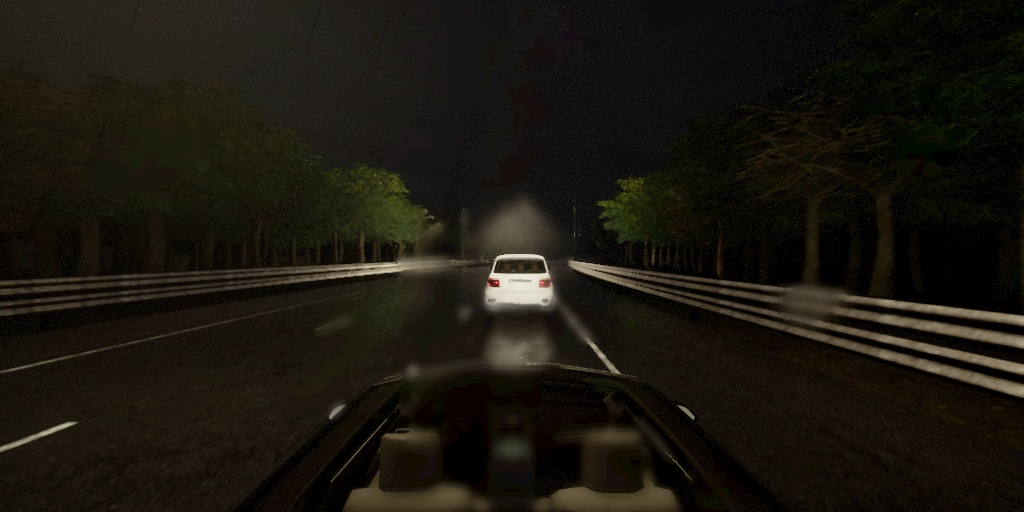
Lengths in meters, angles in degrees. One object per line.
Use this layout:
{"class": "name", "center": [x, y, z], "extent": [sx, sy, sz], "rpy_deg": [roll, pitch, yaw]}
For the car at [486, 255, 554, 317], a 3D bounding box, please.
{"class": "car", "center": [0.317, 0.975, 13.308], "extent": [2.150, 2.045, 5.566], "rpy_deg": [0, 0, 2]}
